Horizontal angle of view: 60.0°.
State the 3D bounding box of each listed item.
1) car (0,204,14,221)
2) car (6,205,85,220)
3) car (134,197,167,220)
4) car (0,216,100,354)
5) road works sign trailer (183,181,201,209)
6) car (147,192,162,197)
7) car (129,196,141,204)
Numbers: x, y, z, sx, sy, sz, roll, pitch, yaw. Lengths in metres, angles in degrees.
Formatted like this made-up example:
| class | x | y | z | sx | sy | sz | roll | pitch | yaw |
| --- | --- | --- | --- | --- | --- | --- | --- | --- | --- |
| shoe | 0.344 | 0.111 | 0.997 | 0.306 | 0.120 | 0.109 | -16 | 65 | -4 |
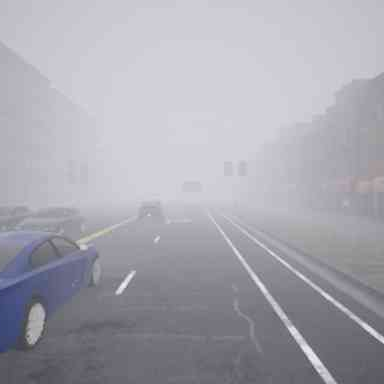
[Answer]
| class | x | y | z | sx | sy | sz | roll | pitch | yaw |
| --- | --- | --- | --- | --- | --- | --- | --- | --- | --- |
| car | -9.842 | 1.444 | 17.361 | 1.837 | 1.490 | 4.892 | 0 | 0 | 0 |
| car | -6.592 | 1.448 | 16.041 | 1.837 | 1.490 | 4.892 | 0 | 0 | 0 |
| car | -3.139 | 1.419 | 26.825 | 1.837 | 1.490 | 4.892 | 0 | 0 | 0 |
| car | -3.149 | 1.455 | 6.139 | 1.882 | 1.535 | 5.008 | 0 | 0 | 0 |
| road works sign trailer | 0.021 | 0.350 | 44.016 | 2.380 | 3.560 | 2.880 | 0 | 0 | 0 |
| car | -6.509 | 1.093 | 58.496 | 2.150 | 2.045 | 5.566 | 0 | 0 | 1 |
| car | -9.755 | 1.398 | 58.536 | 1.812 | 1.442 | 4.674 | 0 | 0 | 1 |
